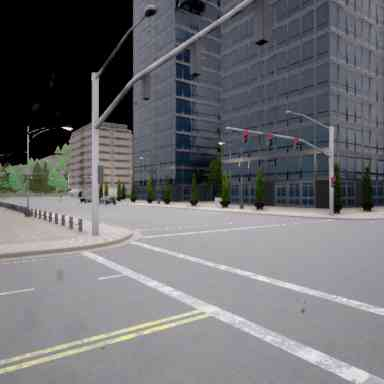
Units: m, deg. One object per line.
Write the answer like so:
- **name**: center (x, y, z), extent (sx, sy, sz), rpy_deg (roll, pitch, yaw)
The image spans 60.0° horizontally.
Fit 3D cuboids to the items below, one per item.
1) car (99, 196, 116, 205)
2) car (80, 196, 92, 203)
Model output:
- **car**: center (-14.656, 1.449, 57.203), extent (1.837, 1.490, 4.892), rpy_deg (0, 0, -35)
- **car**: center (-20.624, 1.492, 65.715), extent (2.033, 1.411, 5.357), rpy_deg (0, 0, -33)
